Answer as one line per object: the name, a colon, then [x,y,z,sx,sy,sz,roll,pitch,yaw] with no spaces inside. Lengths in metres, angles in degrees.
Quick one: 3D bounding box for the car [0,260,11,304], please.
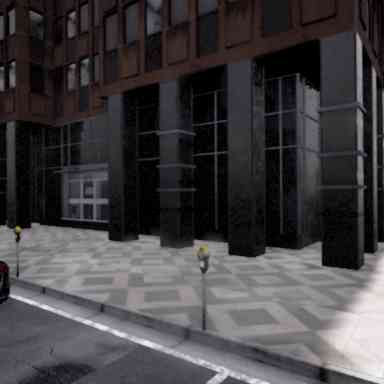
car: [-5.424,1.612,6.866,4.313,1.339,1.947,0,0,36]
